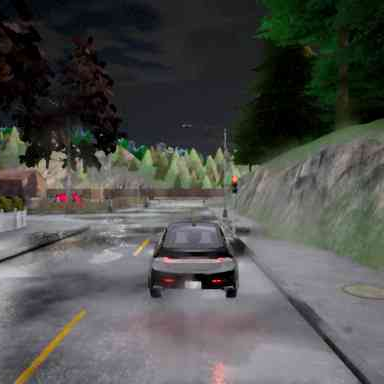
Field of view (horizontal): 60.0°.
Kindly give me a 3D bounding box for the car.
[{"bbox_3d":[0.048,1.490,8.504,2.128,1.511,4.902,0,0,1],"label":"car"}]
